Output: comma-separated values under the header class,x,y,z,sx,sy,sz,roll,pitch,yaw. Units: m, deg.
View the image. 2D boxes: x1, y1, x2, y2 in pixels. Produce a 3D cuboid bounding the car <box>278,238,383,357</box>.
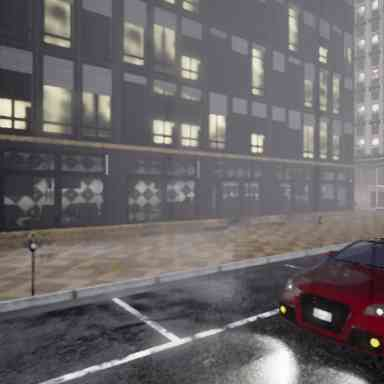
class,x,y,z,sx,sy,sz,roll,pitch,yaw
car,3.477,1.552,5.851,4.181,1.385,1.994,0,0,-35
